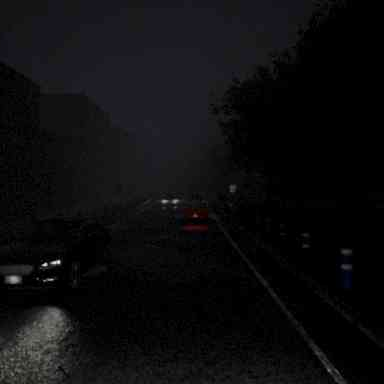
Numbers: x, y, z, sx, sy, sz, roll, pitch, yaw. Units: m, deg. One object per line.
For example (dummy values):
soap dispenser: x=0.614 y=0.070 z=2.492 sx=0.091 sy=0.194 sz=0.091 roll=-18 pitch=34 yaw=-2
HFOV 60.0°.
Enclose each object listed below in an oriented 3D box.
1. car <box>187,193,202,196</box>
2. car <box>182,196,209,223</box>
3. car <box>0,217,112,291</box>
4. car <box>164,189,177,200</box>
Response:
car: x=0.352 y=0.835 z=43.280 sx=1.994 sy=1.385 sz=4.181 roll=0 pitch=3 yaw=0
car: x=0.246 y=1.410 z=25.444 sx=1.882 sy=1.535 sz=5.008 roll=0 pitch=1 yaw=0
car: x=-3.552 y=1.494 z=9.096 sx=2.128 sy=1.511 sz=4.902 roll=0 pitch=0 yaw=0
car: x=-3.271 y=0.247 z=51.175 sx=1.882 sy=1.535 sz=5.008 roll=0 pitch=4 yaw=1
